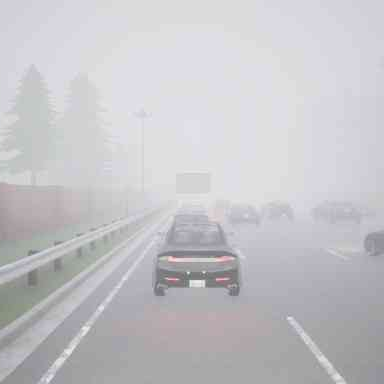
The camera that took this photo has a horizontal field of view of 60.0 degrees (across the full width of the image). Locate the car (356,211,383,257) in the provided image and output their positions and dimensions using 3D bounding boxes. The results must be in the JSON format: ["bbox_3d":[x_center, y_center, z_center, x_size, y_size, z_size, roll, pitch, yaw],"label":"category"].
[{"bbox_3d":[7.099,1.526,10.006,1.812,1.442,4.674,0,0,0],"label":"car"}]

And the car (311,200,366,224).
[{"bbox_3d":[10.600,1.351,24.867,2.097,1.767,4.553,0,0,0],"label":"car"}]

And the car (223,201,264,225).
[{"bbox_3d":[3.600,1.563,24.018,1.994,1.385,4.181,0,0,0],"label":"car"}]

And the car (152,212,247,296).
[{"bbox_3d":[0.100,1.491,8.615,2.128,1.511,4.902,0,0,0],"label":"car"}]

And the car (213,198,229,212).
[{"bbox_3d":[3.601,1.504,39.645,1.837,1.490,4.892,0,0,0],"label":"car"}]

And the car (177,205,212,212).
[{"bbox_3d":[0.077,1.474,19.050,1.882,1.535,5.008,0,0,4],"label":"car"}]

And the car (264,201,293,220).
[{"bbox_3d":[7.100,1.506,28.105,1.837,1.490,4.892,0,1,0],"label":"car"}]

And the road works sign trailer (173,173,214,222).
[{"bbox_3d":[0.069,0.464,22.970,2.380,3.560,2.880,0,0,-1],"label":"road works sign trailer"}]

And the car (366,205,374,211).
[{"bbox_3d":[14.100,1.563,29.112,1.994,1.385,4.181,0,0,0],"label":"car"}]
